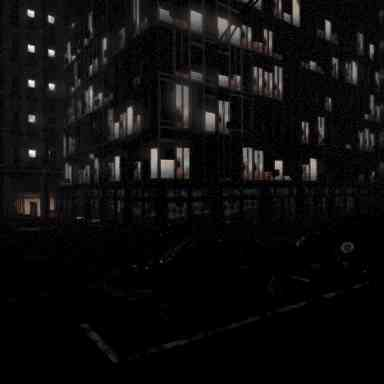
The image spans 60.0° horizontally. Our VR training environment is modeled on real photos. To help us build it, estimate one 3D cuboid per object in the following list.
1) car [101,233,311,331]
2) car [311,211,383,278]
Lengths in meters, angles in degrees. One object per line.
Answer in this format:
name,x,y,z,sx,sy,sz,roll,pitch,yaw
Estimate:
car,0.294,1.580,6.778,4.206,1.307,1.802,0,-1,-35
car,4.921,1.437,10.080,4.097,1.590,1.967,0,-1,-35
